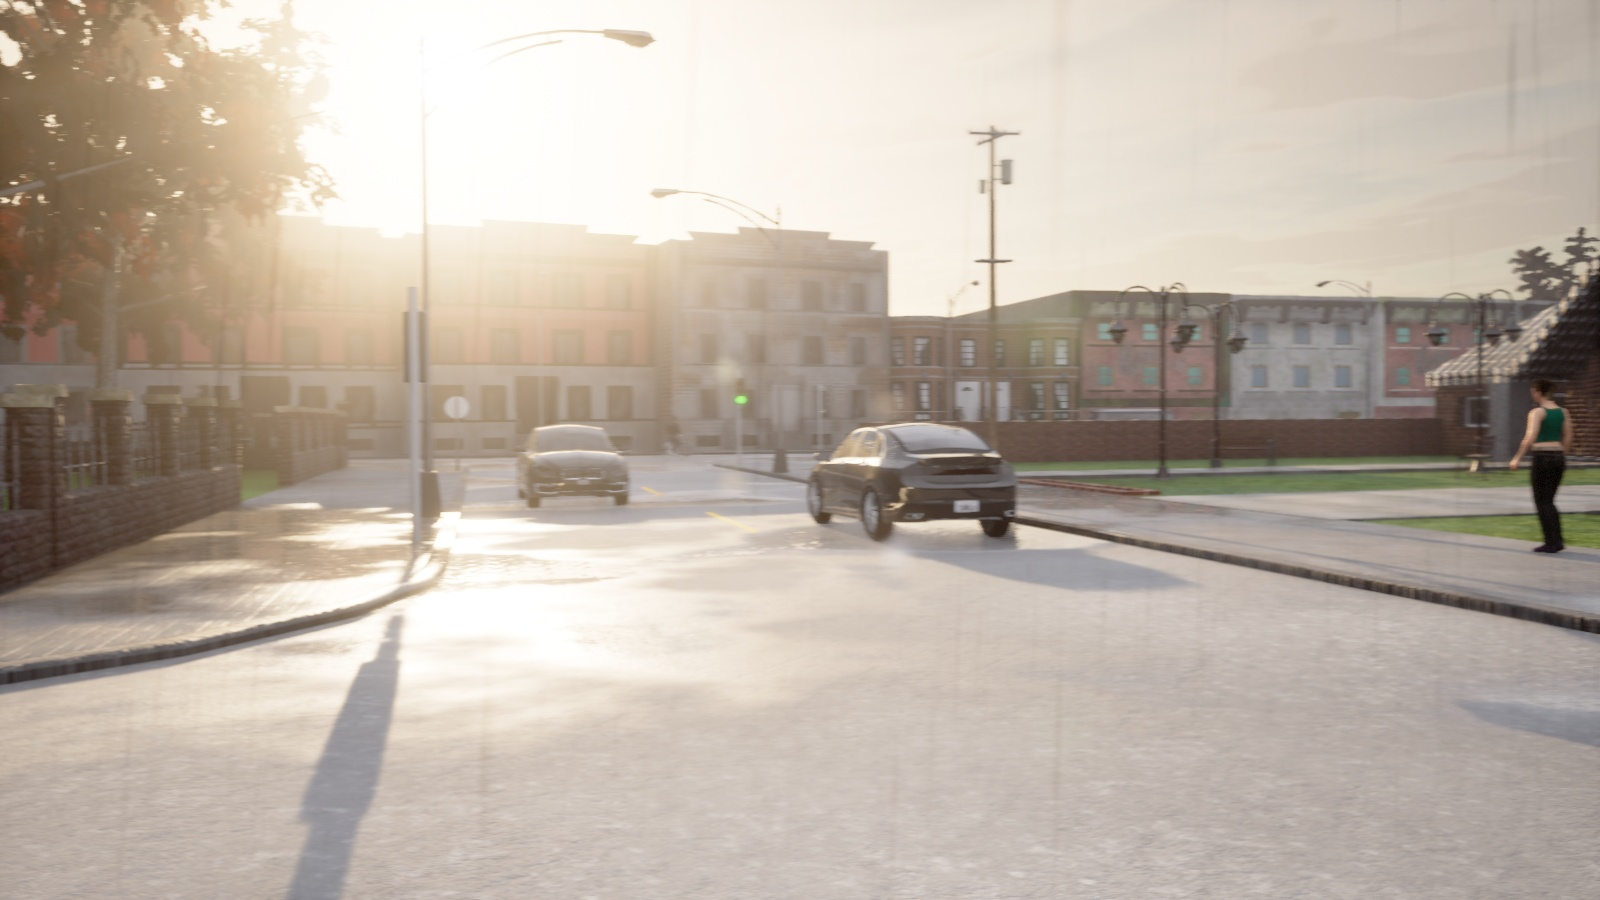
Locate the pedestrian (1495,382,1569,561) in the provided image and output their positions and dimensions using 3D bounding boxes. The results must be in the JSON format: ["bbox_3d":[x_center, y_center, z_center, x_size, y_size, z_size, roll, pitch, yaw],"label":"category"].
[{"bbox_3d":[7.679,0.214,13.192,0.345,1.836,0.594,0,1,-10],"label":"pedestrian"}]

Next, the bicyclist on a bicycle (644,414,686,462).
[{"bbox_3d":[-5.250,-0.494,49.015,0.659,1.776,1.843,5,4,27],"label":"bicyclist on a bicycle"}]

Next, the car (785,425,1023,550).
[{"bbox_3d":[1.268,0.398,17.778,1.837,1.490,4.892,0,1,-14],"label":"car"}]

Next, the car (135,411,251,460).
[{"bbox_3d":[-24.126,-0.596,50.033,3.866,1.878,1.905,0,1,-15],"label":"car"}]

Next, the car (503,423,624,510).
[{"bbox_3d":[-4.716,0.234,24.501,1.837,1.490,4.892,0,1,-16],"label":"car"}]

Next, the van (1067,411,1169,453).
[{"bbox_3d":[15.261,-0.881,60.334,4.442,1.987,1.775,0,1,-15],"label":"van"}]
